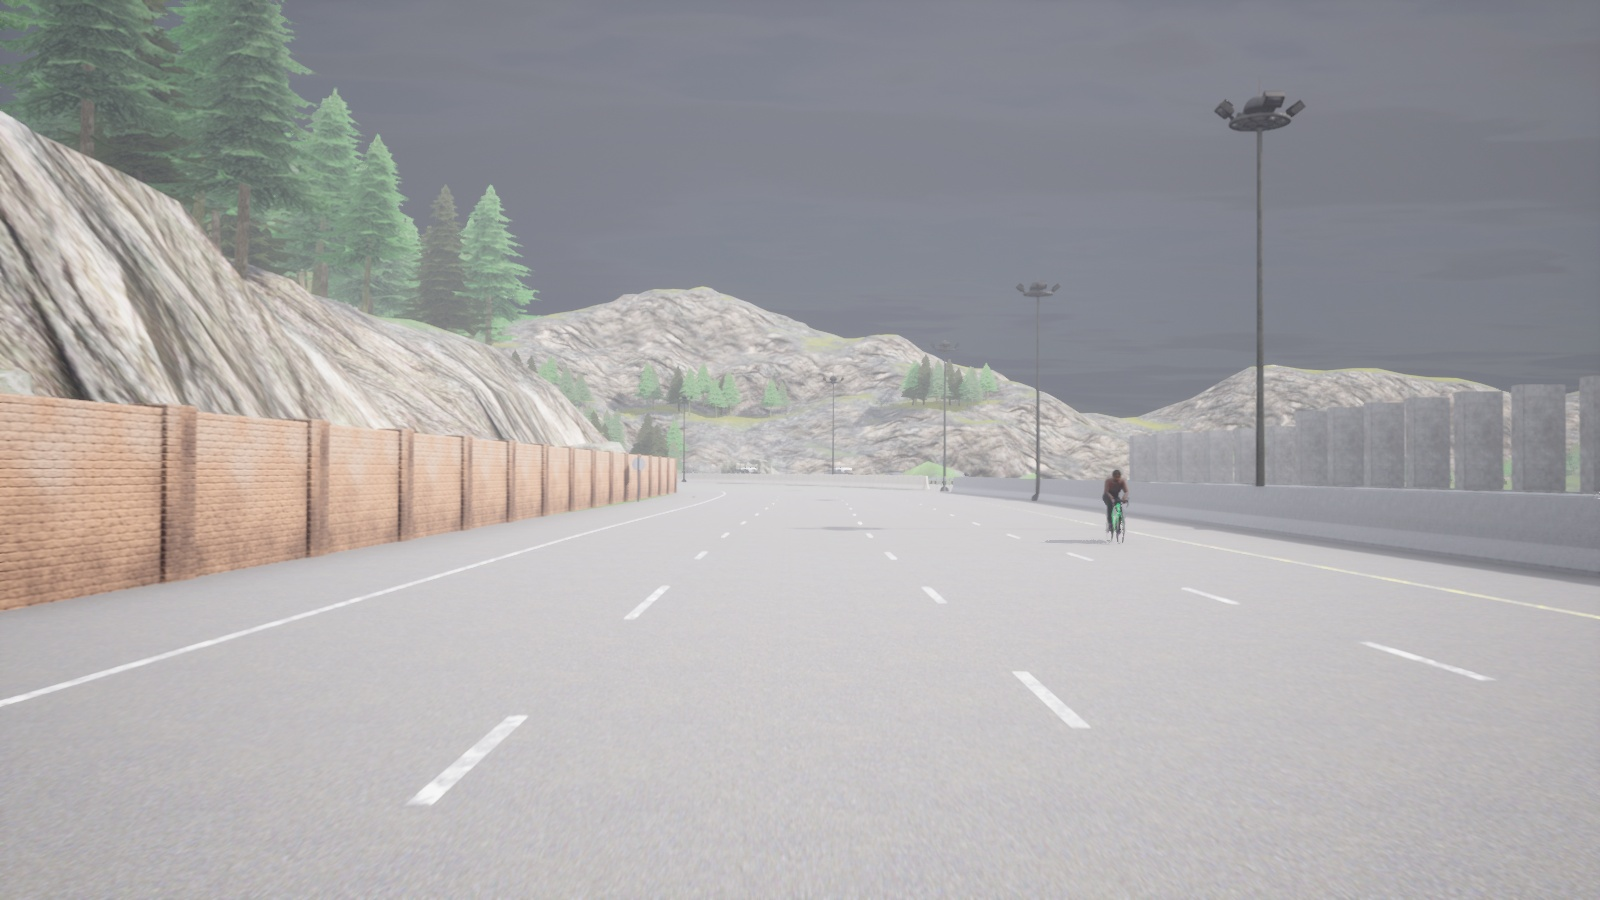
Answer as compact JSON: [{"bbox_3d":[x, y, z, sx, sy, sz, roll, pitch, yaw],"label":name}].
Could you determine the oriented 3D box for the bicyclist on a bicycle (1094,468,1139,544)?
[{"bbox_3d":[6.947,1.202,27.620,0.582,1.620,1.656,0,-1,0],"label":"bicyclist on a bicycle"}]
